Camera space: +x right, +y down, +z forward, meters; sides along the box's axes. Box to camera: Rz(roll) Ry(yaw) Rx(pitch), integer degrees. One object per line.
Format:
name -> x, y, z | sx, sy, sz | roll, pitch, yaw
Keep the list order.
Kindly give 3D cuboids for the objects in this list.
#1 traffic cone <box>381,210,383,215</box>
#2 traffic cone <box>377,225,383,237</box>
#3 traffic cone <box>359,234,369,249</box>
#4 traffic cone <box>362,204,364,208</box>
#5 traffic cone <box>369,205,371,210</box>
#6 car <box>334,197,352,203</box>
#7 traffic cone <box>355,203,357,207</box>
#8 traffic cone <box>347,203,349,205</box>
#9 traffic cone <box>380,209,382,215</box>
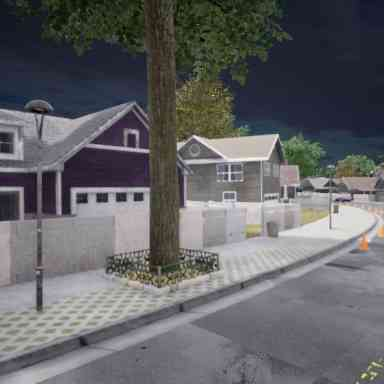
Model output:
traffic cone -> 17.454, 2.075, 29.954 | 0.340, 0.580, 0.340 | 0, 0, 27
traffic cone -> 9.891, 2.022, 17.418 | 0.340, 0.580, 0.340 | 0, 0, 35
traffic cone -> 6.988, 1.997, 13.490 | 0.340, 0.580, 0.340 | 0, 0, 38
traffic cone -> 24.676, 2.037, 48.074 | 0.340, 0.580, 0.340 | 0, 0, 16
traffic cone -> 23.190, 2.058, 43.423 | 0.340, 0.580, 0.340 | 0, 0, 19
car -> 30.169, 1.588, 66.378 | 1.895, 1.301, 4.718 | 0, 0, 5
traffic cone -> 25.943, 2.014, 52.791 | 0.340, 0.580, 0.340 | 0, 0, 14
traffic cone -> 26.987, 1.992, 57.562 | 0.340, 0.580, 0.340 | 0, 0, 11
traffic cone -> 19.576, 2.078, 34.352 | 0.340, 0.580, 0.340 | 0, 0, 24
